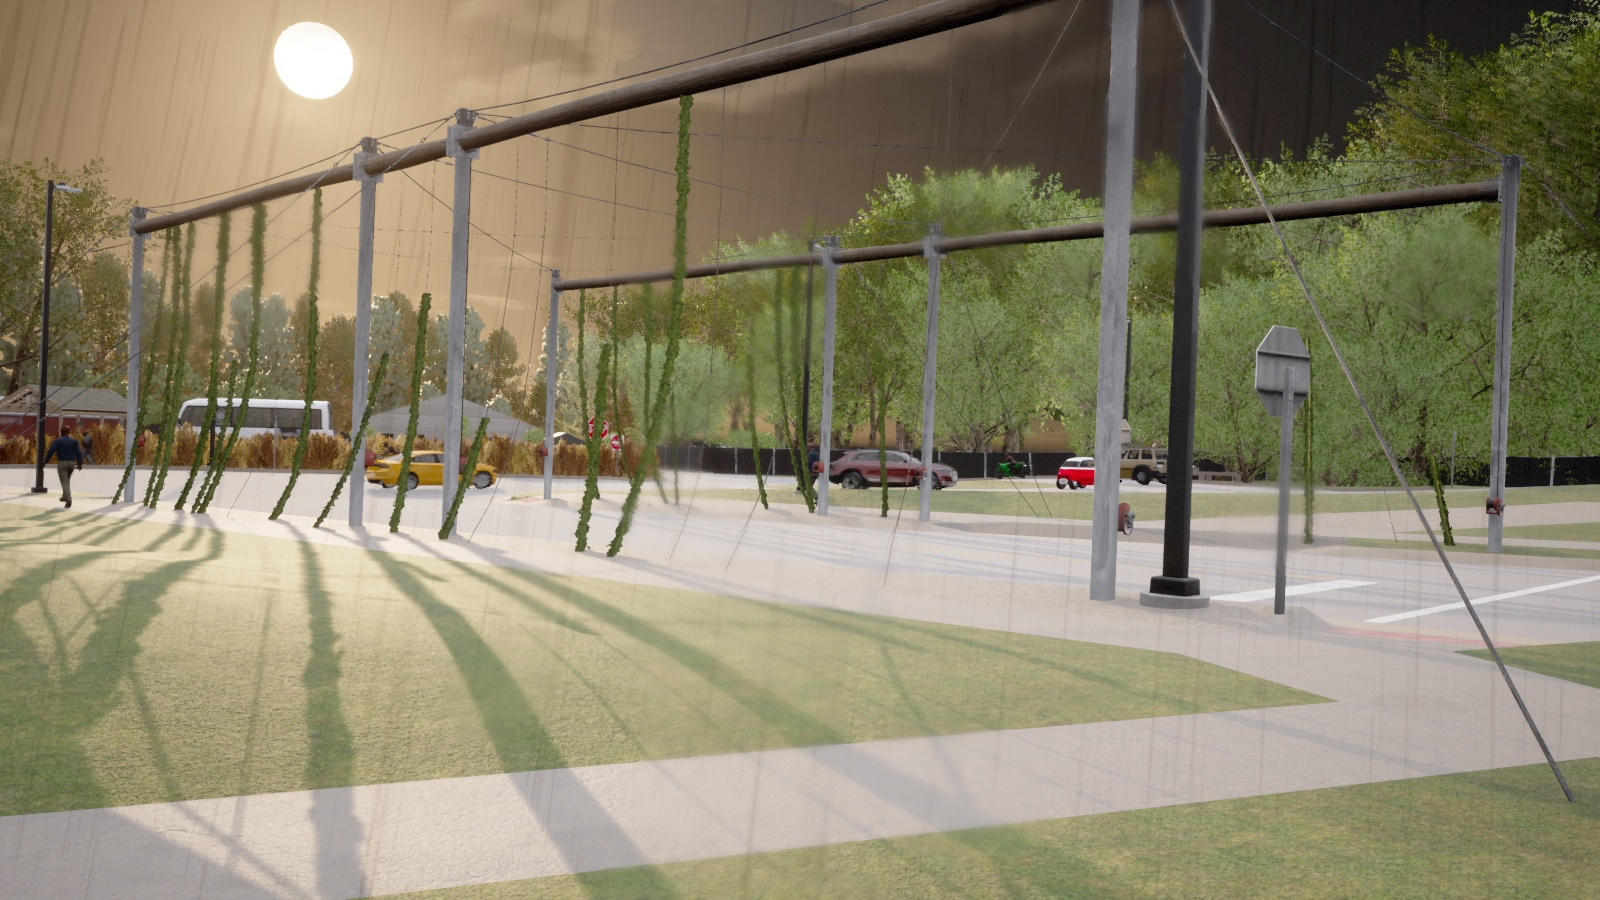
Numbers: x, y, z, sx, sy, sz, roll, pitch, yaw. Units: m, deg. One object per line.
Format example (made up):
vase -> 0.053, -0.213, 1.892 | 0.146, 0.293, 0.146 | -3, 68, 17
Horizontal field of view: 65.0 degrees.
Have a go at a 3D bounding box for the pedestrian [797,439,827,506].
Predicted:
pedestrian -> 0.341, 0.630, 35.422 | 0.726, 1.842, 0.402 | 1, 0, 43

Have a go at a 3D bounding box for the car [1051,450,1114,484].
car -> 12.078, 0.728, 53.690 | 2.207, 1.376, 1.481 | -1, 0, -34

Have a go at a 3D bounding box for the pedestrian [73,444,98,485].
pedestrian -> -33.261, 0.668, 58.481 | 0.849, 1.883, 0.563 | 1, 0, -10

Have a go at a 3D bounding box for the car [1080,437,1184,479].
car -> 15.883, 0.388, 60.275 | 1.932, 1.855, 4.605 | -2, 1, -37

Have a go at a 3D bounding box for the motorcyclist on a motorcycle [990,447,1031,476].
motorcyclist on a motorcycle -> 12.026, 0.666, 71.837 | 2.044, 1.523, 0.797 | -5, -1, 35

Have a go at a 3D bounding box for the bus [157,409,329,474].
bus -> -37.902, -0.559, 85.912 | 10.273, 4.253, 3.944 | 0, 1, -15

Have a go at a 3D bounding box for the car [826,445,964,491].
car -> 3.608, 0.686, 47.685 | 4.856, 1.649, 2.033 | -1, 0, 18

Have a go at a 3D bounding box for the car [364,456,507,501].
car -> -14.101, 1.071, 48.740 | 5.008, 1.535, 1.882 | -1, 1, -41

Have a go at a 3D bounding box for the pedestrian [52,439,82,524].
pedestrian -> -16.178, 0.691, 27.713 | 0.726, 1.835, 0.370 | 1, 0, 44
